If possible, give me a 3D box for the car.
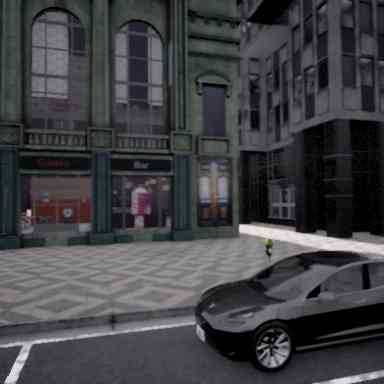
[{"bbox_3d":[2.216,1.716,5.577,4.313,1.339,1.947,0,-2,-16],"label":"car"}]
